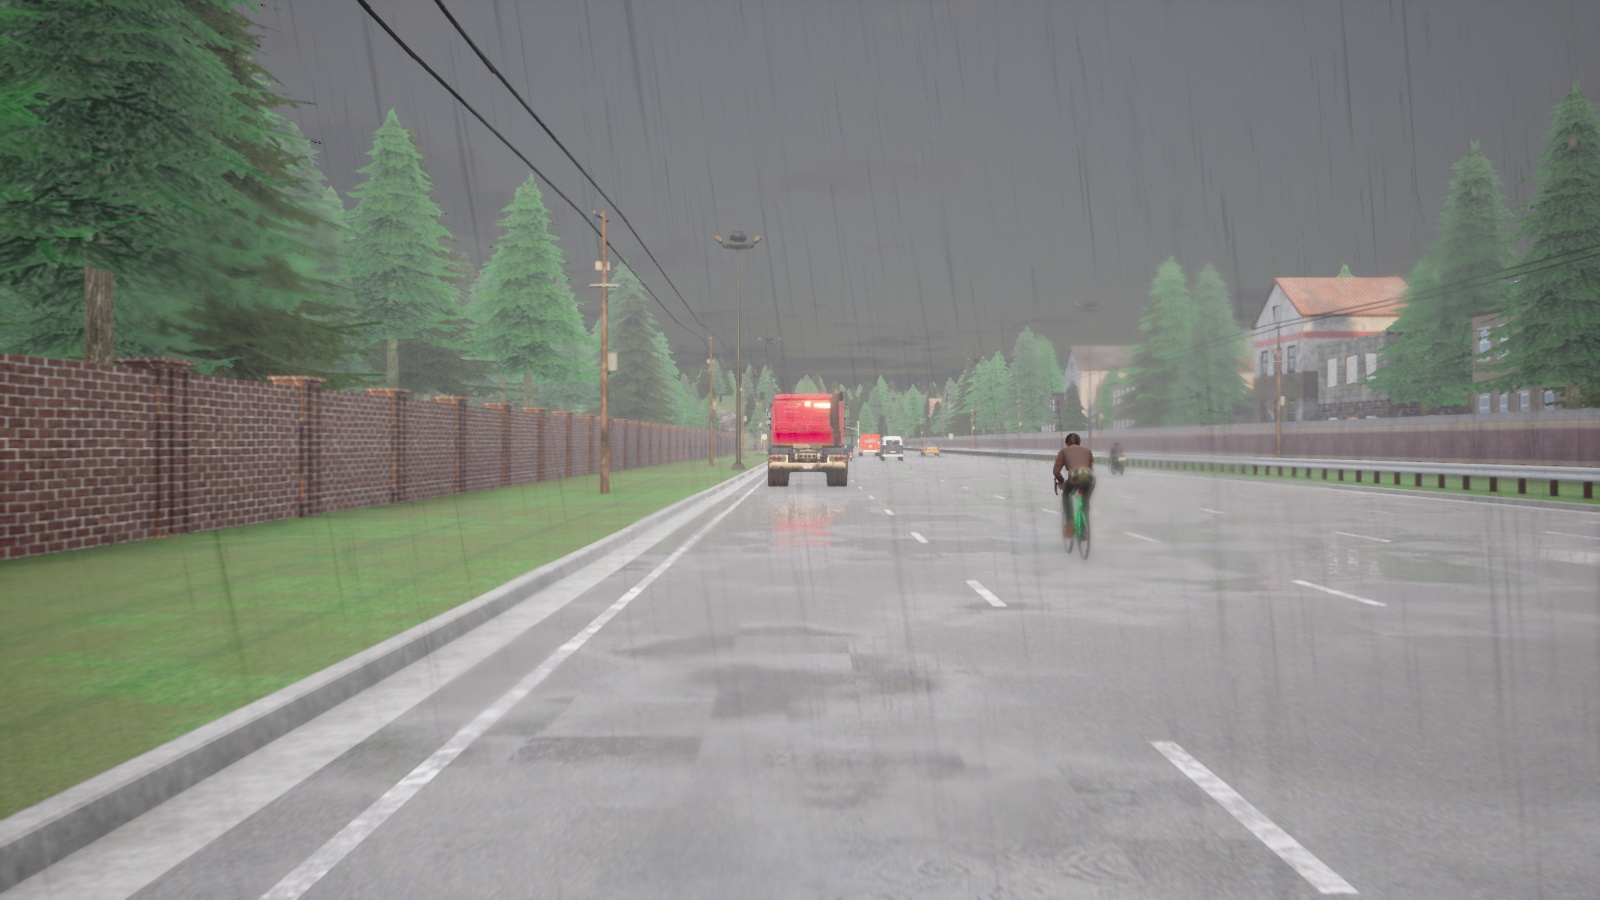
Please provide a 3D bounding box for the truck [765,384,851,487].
[{"bbox_3d":[0.280,-0.495,46.187,2.891,3.462,7.936,0,0,0],"label":"truck"}]

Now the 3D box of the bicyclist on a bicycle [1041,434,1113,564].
[{"bbox_3d":[3.609,0.609,16.444,0.582,1.620,1.656,0,0,0],"label":"bicyclist on a bicycle"}]

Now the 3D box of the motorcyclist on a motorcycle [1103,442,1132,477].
[{"bbox_3d":[14.340,0.420,56.776,0.797,1.523,2.044,0,0,0],"label":"motorcyclist on a motorcycle"}]
